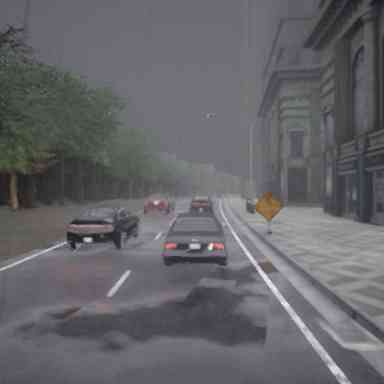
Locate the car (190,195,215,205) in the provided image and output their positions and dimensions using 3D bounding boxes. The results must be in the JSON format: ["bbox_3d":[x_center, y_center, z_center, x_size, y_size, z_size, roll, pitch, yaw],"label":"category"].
[{"bbox_3d":[0.853,1.018,27.870,1.837,1.490,4.892,0,1,4],"label":"car"}]

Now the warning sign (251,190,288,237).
[{"bbox_3d":[3.219,0.884,13.955,1.300,1.860,1.060,-2,-1,2],"label":"warning sign"}]

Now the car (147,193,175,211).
[{"bbox_3d":[-2.644,0.866,28.007,2.097,1.767,4.553,0,1,4],"label":"car"}]

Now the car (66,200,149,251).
[{"bbox_3d":[-3.266,1.280,13.135,2.128,1.511,4.902,0,1,2],"label":"car"}]

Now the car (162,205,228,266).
[{"bbox_3d":[0.149,1.374,10.882,2.033,1.411,5.357,0,1,2],"label":"car"}]
